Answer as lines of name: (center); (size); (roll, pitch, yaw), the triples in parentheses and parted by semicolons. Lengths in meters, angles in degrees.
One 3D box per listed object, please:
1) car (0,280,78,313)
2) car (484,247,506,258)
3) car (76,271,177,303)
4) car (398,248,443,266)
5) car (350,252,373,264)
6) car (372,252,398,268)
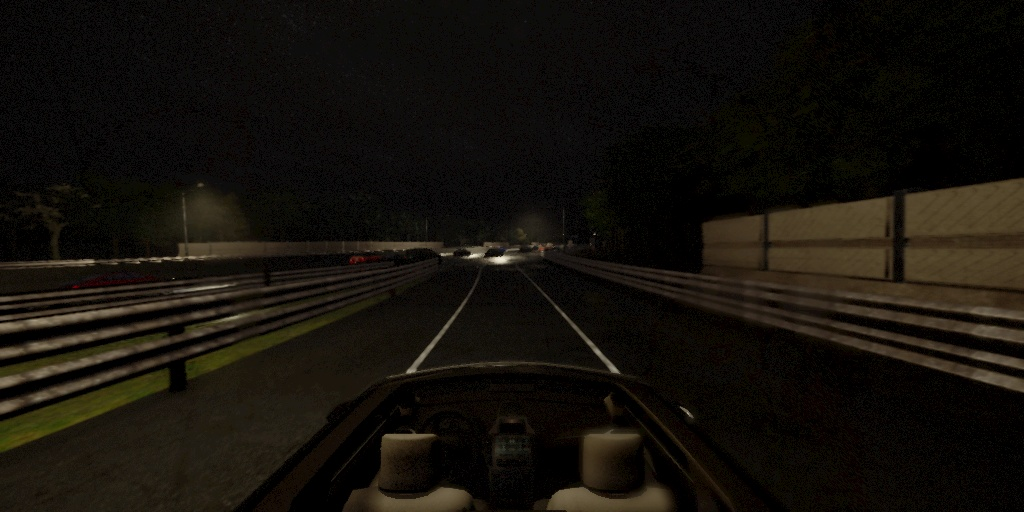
car: (-17.827, 1.695, 11.333); (1.895, 1.301, 4.718); (0, 2, 16)
car: (-3.002, -0.603, 62.193); (2.097, 1.767, 4.553); (0, 2, 16)
car: (-19.519, 1.430, 18.034); (1.994, 1.385, 4.181); (0, 2, 16)
car: (-9.655, 0.176, 39.370); (2.150, 2.045, 5.566); (0, 2, 16)
car: (-16.397, 0.313, 41.258); (2.097, 1.767, 4.553); (0, 2, 16)
car: (-13.021, 0.437, 40.331); (1.882, 1.535, 5.008); (0, 2, 16)
